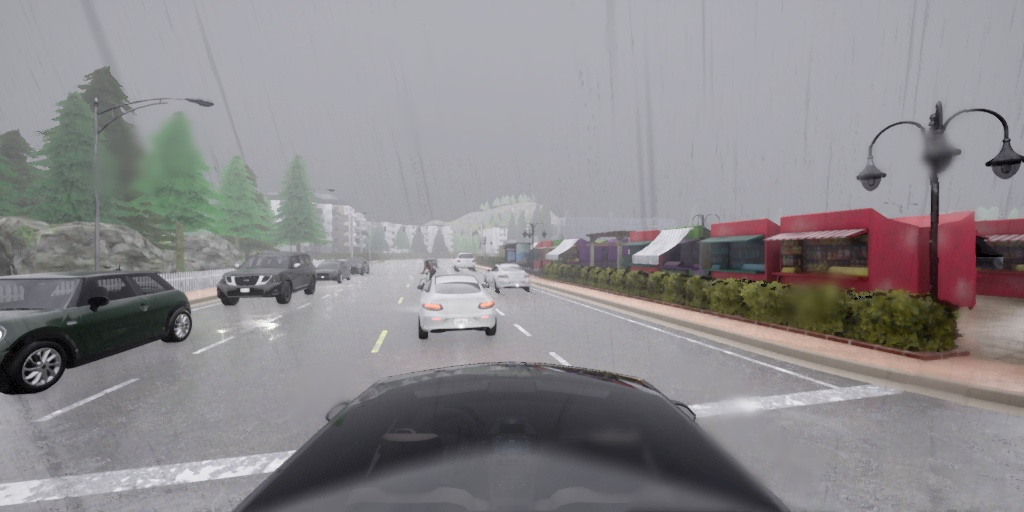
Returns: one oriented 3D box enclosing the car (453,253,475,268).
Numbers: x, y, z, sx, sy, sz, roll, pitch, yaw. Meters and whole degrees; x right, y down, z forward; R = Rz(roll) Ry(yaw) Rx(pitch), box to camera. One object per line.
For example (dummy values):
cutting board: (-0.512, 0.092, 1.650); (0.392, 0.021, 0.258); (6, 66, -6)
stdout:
car: (-5.525, 0.689, 41.042); (2.150, 2.045, 5.566); (0, 0, -14)

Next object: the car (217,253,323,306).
car: (-10.366, 0.875, 15.728); (2.150, 2.045, 5.566); (0, 0, -14)

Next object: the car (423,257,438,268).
car: (-11.532, 0.900, 50.815); (1.837, 1.490, 4.892); (0, 0, -13)

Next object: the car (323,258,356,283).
car: (-12.704, 1.087, 25.338); (1.837, 1.490, 4.892); (0, 0, -14)

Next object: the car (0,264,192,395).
car: (-8.096, 1.076, 6.311); (2.097, 1.767, 4.553); (0, 0, -13)

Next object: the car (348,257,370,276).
car: (-14.632, 0.875, 33.311); (2.097, 1.767, 4.553); (0, 0, -13)

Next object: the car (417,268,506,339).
car: (-1.602, 1.224, 9.896); (1.812, 1.442, 4.674); (0, 0, -13)

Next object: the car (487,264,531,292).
car: (-0.303, 1.152, 19.678); (1.812, 1.442, 4.674); (0, 0, -14)

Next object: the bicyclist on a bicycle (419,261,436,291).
bicyclist on a bicycle: (-4.568, 1.078, 19.707); (0.582, 1.620, 1.656); (0, 1, 24)
